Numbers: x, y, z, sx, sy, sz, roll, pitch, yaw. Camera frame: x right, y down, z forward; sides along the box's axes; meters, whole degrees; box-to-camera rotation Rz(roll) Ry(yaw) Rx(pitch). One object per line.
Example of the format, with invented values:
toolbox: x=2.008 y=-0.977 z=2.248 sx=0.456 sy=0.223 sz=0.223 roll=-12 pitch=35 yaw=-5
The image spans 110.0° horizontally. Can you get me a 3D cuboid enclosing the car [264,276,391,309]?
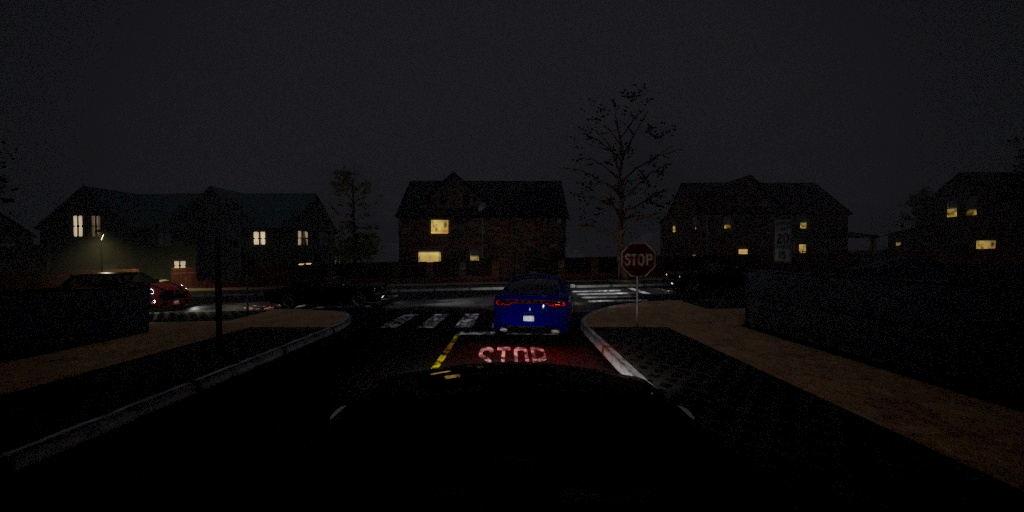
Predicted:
car: x=-7.810 y=1.506 z=15.540 sx=4.718 sy=1.301 sz=1.895 roll=-1 pitch=1 yaw=0

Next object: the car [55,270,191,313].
car: x=-16.798 y=1.471 z=15.533 sx=4.553 sy=1.767 sz=2.097 roll=-1 pitch=1 yaw=0

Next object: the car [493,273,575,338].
car: x=0.787 y=1.226 z=10.331 sx=1.882 sy=1.535 sz=5.008 roll=0 pitch=0 yaw=10

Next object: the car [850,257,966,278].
car: x=20.057 y=0.754 z=18.501 sx=5.357 sy=1.411 sz=2.033 roll=-1 pitch=1 yaw=0

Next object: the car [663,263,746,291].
car: x=10.412 y=1.034 z=18.465 sx=4.718 sy=1.301 sz=1.895 roll=-1 pitch=1 yaw=-1
